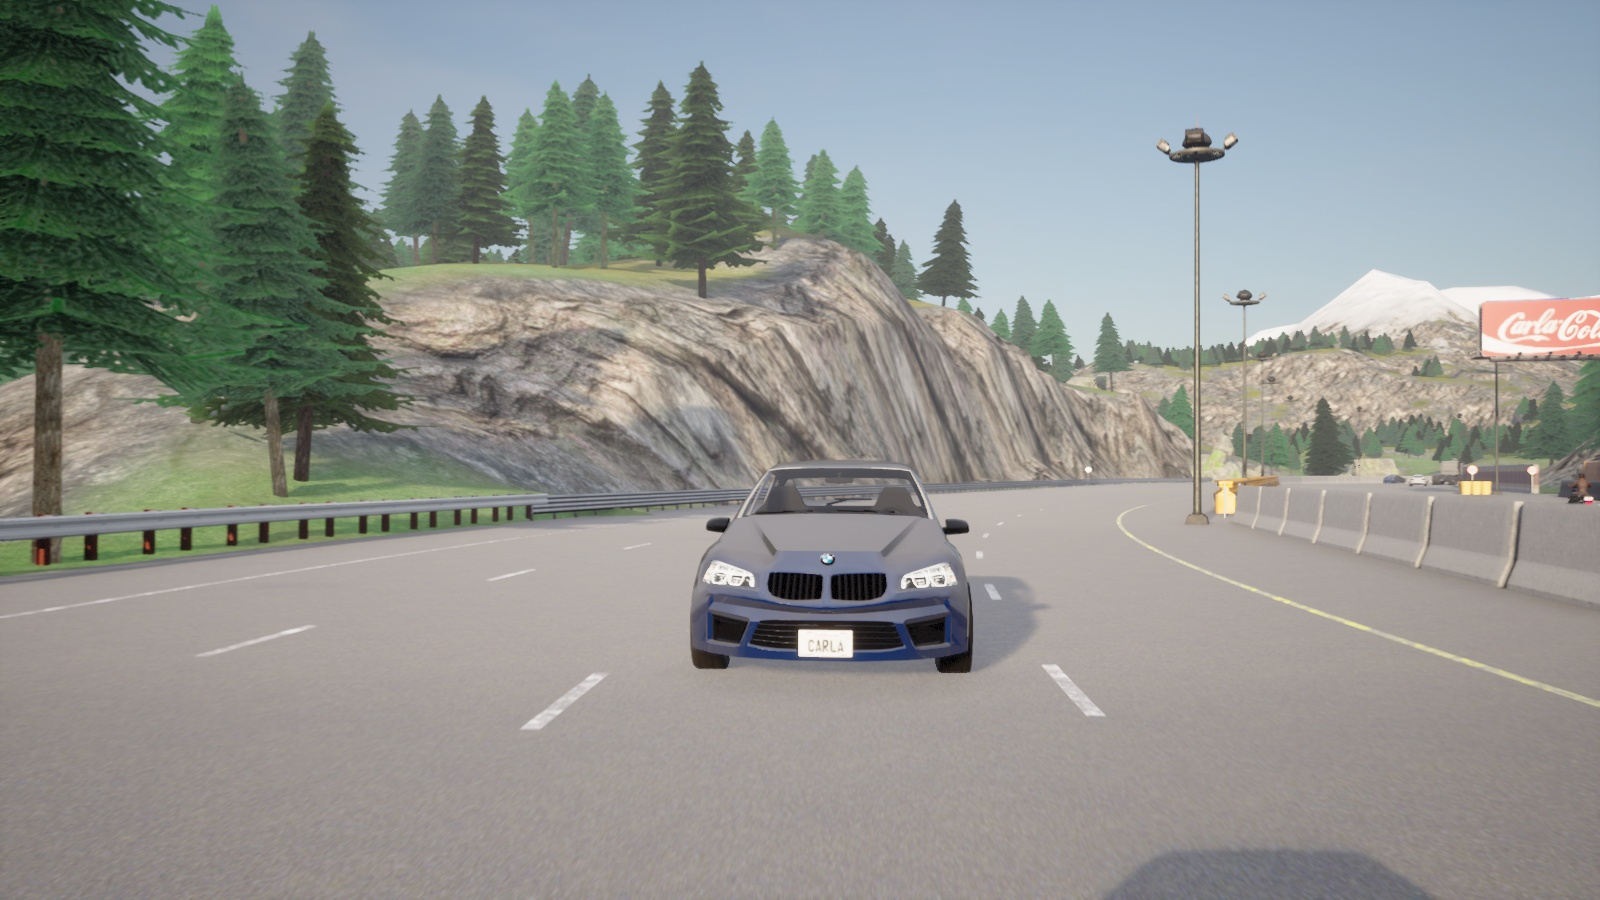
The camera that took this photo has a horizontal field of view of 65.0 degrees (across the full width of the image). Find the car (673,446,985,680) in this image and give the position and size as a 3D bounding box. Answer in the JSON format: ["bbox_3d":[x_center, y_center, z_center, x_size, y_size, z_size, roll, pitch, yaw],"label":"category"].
[{"bbox_3d":[0.371,0.847,11.328,2.242,1.667,4.611,0,-1,4],"label":"car"}]

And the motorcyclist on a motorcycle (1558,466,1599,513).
[{"bbox_3d":[28.068,1.420,45.237,0.766,1.649,2.350,0,-1,18],"label":"motorcyclist on a motorcycle"}]
